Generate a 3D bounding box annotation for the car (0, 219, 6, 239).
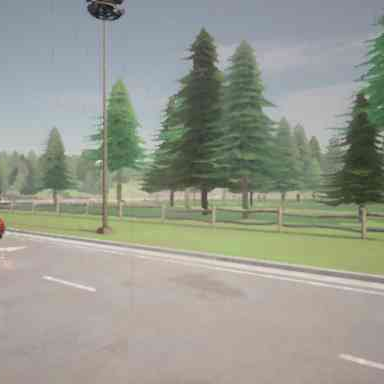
[{"bbox_3d":[-10.707,1.524,15.926,4.674,1.442,1.812,0,0,35],"label":"car"}]
